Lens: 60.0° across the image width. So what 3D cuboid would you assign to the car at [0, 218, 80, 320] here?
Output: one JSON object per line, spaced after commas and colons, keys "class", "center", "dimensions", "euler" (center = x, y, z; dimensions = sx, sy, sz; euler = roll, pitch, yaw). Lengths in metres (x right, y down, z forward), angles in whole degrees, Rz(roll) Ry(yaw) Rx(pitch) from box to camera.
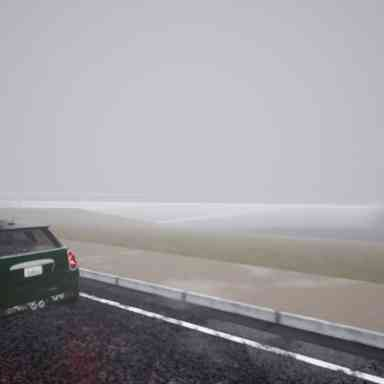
{"class": "car", "center": [-4.375, 1.344, 6.792], "dimensions": [4.553, 1.767, 2.097], "euler": [0, 0, 36]}
